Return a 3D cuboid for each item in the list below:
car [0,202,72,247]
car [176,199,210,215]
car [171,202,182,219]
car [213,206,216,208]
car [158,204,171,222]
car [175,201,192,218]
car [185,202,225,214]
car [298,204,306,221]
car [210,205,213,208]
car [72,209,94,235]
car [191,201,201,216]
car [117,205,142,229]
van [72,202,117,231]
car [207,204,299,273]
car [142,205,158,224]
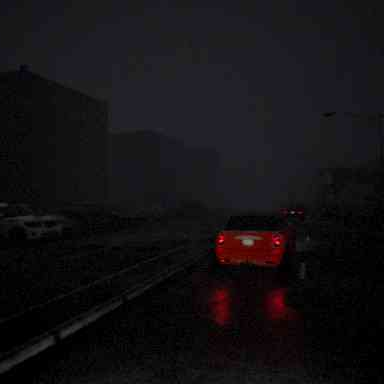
[{"bbox_3d":[-9.456,1.603,17.187,5.566,2.045,2.435,-1,-1,20],"label":"car"},{"bbox_3d":[-1.108,1.889,40.549,5.566,2.045,2.435,-1,-1,20],"label":"car"},{"bbox_3d":[-3.883,2.014,32.757,4.892,1.521,2.231,-1,-1,20],"label":"car"},{"bbox_3d":[0.788,2.283,45.717,4.674,1.452,2.002,-1,-2,20],"label":"car"},{"bbox_3d":[-4.817,1.979,30.164,4.892,1.521,2.231,-1,-1,20],"label":"car"},{"bbox_3d":[-2.939,2.051,35.346,5.008,1.535,2.097,-1,-1,20],"label":"car"},{"bbox_3d":[1.899,2.292,48.248,5.366,1.575,1.946,-1,-2,20],"label":"car"},{"bbox_3d":[9.220,1.789,29.936,2.033,1.411,5.357,-1,-1,20],"label":"car"},{"bbox_3d":[-0.115,2.063,43.118,4.553,1.767,2.185,-1,-1,20],"label":"car"},{"bbox_3d":[-8.546,1.913,19.791,4.674,1.452,2.002,-1,-1,20],"label":"car"},{"bbox_3d":[-2.015,2.094,37.942,5.008,1.535,2.097,-1,-1,20],"label":"car"},{"bbox_3d":[-6.683,1.918,24.978,5.008,1.535,2.097,-1,-1,20],"label":"car"},{"bbox_3d":[-7.682,1.671,22.540,4.442,1.987,1.878,-1,-1,20],"label":"van"},{"bbox_3d":[2.290,1.423,11.249,2.097,1.767,4.553,-1,-1,20],"label":"car"},{"bbox_3d":[-5.716,1.974,27.558,4.792,1.488,2.163,-1,-1,20],"label":"car"}]
